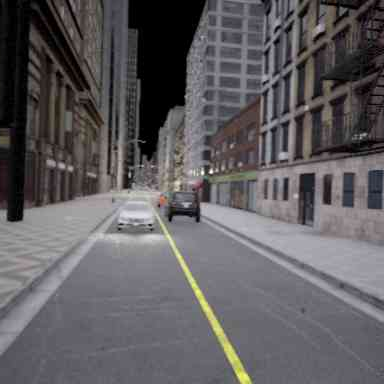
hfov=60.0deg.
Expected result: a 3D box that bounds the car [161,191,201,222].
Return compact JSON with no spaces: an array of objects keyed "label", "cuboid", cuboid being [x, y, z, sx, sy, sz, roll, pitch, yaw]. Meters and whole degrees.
[{"label":"car","cuboid":[-0.734,0.933,23.586,2.150,2.045,5.566,2,1,-8]}]

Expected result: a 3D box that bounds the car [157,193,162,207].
[{"label":"car","cuboid":[-2.968,0.810,38.420,2.097,1.767,4.553,2,1,-8]}]

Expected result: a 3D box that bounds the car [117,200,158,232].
[{"label":"car","cuboid":[-3.008,1.217,18.176,1.812,1.442,4.674,2,1,-9]}]
